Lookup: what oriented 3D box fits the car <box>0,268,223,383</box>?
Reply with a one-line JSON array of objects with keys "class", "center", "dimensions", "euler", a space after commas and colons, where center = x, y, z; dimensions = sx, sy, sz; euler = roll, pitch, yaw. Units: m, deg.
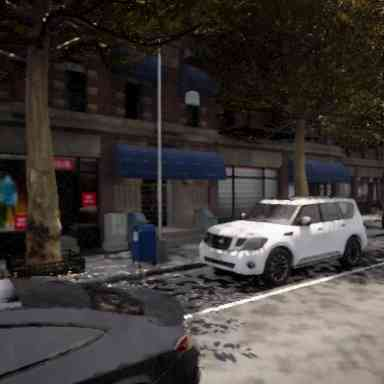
[{"class": "car", "center": [-2.069, 1.527, 2.514], "dimensions": [4.674, 1.442, 1.812], "euler": [0, 0, -35]}]

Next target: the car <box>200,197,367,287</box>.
[{"class": "car", "center": [2.864, 1.191, 9.663], "dimensions": [5.566, 2.045, 2.435], "euler": [0, 0, -36]}]
